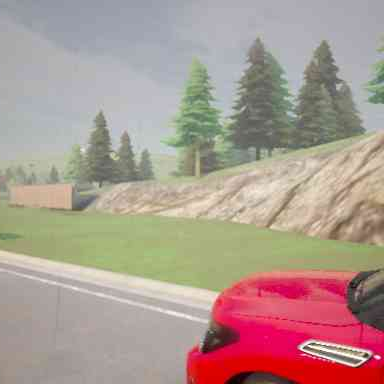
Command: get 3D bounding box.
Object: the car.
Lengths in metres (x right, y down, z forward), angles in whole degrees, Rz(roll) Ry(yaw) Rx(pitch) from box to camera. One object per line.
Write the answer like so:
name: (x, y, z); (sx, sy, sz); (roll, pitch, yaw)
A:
car: (2.644, 1.217, 2.253); (5.566, 2.045, 2.150); (0, 0, 33)
